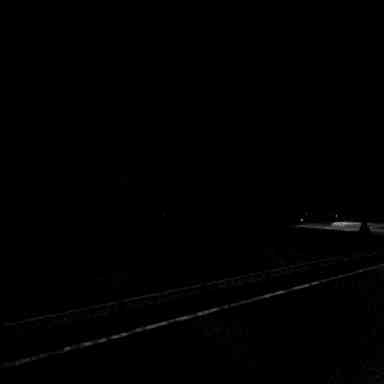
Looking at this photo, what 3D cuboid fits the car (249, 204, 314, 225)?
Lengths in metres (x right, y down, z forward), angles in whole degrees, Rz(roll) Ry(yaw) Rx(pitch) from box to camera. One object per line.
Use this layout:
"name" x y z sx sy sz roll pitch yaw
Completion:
"car" 6.317 1.693 25.040 1.895 1.301 4.718 0 -1 -39

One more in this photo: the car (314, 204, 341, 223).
"car" 9.586 1.646 26.514 1.994 1.385 4.181 0 -1 -39
